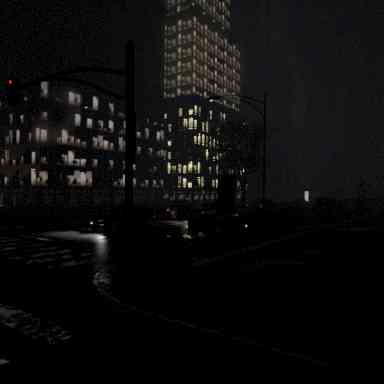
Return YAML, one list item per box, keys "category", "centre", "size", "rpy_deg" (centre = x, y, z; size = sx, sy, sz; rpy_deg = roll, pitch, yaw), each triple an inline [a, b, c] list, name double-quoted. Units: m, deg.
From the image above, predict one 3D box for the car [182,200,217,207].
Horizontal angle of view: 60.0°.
- category: "car"
  centre: [1.659, 1.568, 29.198]
  size: [1.882, 1.535, 5.008]
  rpy_deg: [1, 0, 36]

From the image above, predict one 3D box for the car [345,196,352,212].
- category: "car"
  centre: [18.540, 1.720, 42.223]
  size: [1.967, 1.590, 4.097]
  rpy_deg: [1, 0, 36]

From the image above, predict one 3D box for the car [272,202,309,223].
- category: "car"
  centre: [8.031, 1.778, 27.873]
  size: [1.802, 1.307, 4.206]
  rpy_deg: [1, 0, 36]

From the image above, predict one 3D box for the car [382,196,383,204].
- category: "car"
  centre: [41.592, 1.783, 73.502]
  size: [2.192, 1.841, 5.009]
  rpy_deg: [1, 0, 36]

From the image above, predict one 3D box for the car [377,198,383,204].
- category: "car"
  centre: [44.888, 2.047, 77.967]
  size: [2.008, 1.369, 4.403]
  rpy_deg: [1, 0, 36]

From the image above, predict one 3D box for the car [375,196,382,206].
- category: "car"
  centre: [35.093, 1.940, 64.710]
  size: [1.752, 1.417, 4.829]
  rpy_deg: [1, 0, 36]

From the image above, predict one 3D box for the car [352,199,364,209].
- category: "car"
  centre: [25.096, 1.773, 51.180]
  size: [1.967, 1.590, 4.097]
  rpy_deg: [1, 0, 36]

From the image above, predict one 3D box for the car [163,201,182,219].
- category: "car"
  centre: [-1.541, 1.480, 29.450]
  size: [1.967, 1.590, 4.097]
  rpy_deg: [1, 0, 36]

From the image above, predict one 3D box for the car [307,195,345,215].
- category: "car"
  centre: [15.269, 1.569, 37.738]
  size: [2.192, 1.841, 5.009]
  rpy_deg: [1, 0, 36]

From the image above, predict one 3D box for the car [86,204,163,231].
- category: "car"
  centre: [-4.337, 1.548, 21.088]
  size: [1.837, 1.490, 4.892]
  rpy_deg: [1, 0, 36]

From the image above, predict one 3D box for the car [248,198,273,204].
- category: "car"
  centre: [7.744, 1.492, 37.413]
  size: [2.097, 1.767, 4.553]
  rpy_deg: [1, 0, 37]

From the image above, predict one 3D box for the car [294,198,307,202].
- category: "car"
  centre: [18.253, 1.726, 56.023]
  size: [1.752, 1.417, 4.829]
  rpy_deg: [1, 0, 36]

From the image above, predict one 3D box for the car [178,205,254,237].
- category: "car"
  centre: [1.517, 1.696, 19.056]
  size: [2.008, 1.369, 4.403]
  rpy_deg: [1, 0, 36]

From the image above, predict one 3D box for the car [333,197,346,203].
- category: "car"
  centre: [34.748, 1.861, 78.344]
  size: [1.752, 1.417, 4.829]
  rpy_deg: [1, 0, 36]

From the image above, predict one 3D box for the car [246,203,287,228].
- category: "car"
  centre: [4.775, 1.736, 23.465]
  size: [1.947, 1.339, 4.313]
  rpy_deg: [1, 0, 36]

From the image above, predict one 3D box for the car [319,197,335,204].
- category: "car"
  centre: [28.251, 1.848, 69.552]
  size: [1.947, 1.339, 4.313]
  rpy_deg: [1, 0, 36]

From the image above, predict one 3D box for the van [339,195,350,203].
- category: "van"
  centre: [38.150, 1.705, 82.945]
  size: [1.690, 1.788, 3.998]
  rpy_deg: [1, 0, 36]
